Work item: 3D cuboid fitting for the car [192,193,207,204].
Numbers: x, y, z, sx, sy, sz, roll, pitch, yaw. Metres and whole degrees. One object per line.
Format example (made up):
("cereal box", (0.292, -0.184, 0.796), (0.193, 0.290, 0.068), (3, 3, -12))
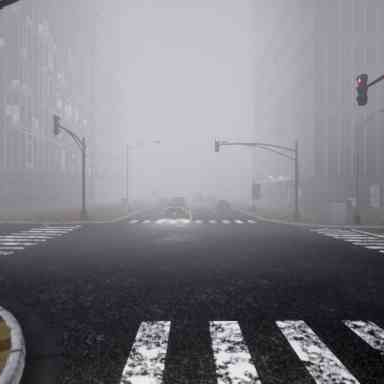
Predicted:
("car", (1.141, 1.220, 62.791), (2.150, 2.045, 5.566), (0, 0, 0))

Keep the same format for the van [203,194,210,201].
("van", (3.479, 1.321, 80.486), (1.690, 1.788, 3.998), (0, 0, 0))

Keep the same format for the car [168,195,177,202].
("car", (-4.361, 1.426, 74.902), (1.967, 1.590, 4.097), (0, 0, 0))

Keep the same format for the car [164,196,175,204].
("car", (-4.281, 1.564, 63.847), (1.947, 1.339, 4.313), (0, 0, 0))

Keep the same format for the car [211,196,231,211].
("car", (3.806, 1.579, 41.795), (1.947, 1.339, 4.313), (0, 0, 0))

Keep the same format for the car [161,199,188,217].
("car", (-1.581, 1.618, 31.824), (1.895, 1.301, 4.718), (0, 0, -1))

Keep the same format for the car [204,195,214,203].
("car", (3.559, 1.432, 69.431), (1.967, 1.590, 4.097), (0, 0, 0))

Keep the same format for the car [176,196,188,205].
("car", (-1.758, 1.549, 60.099), (2.033, 1.411, 5.357), (0, 0, 0))

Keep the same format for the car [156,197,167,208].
("car", (-4.163, 1.592, 47.264), (1.802, 1.307, 4.206), (0, 0, 0))

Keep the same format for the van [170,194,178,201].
("van", (-4.401, 1.321, 80.429), (1.690, 1.788, 3.998), (0, 0, 0))

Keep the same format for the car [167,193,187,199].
("car", (-1.660, 1.365, 42.095), (2.097, 1.767, 4.553), (0, 0, -1))

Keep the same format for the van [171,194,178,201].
("van", (-4.440, 1.315, 85.957), (1.690, 1.788, 3.998), (0, 0, 0))

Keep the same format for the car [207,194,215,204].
("car", (3.599, 1.313, 63.903), (2.192, 1.841, 5.009), (0, 0, 0))
